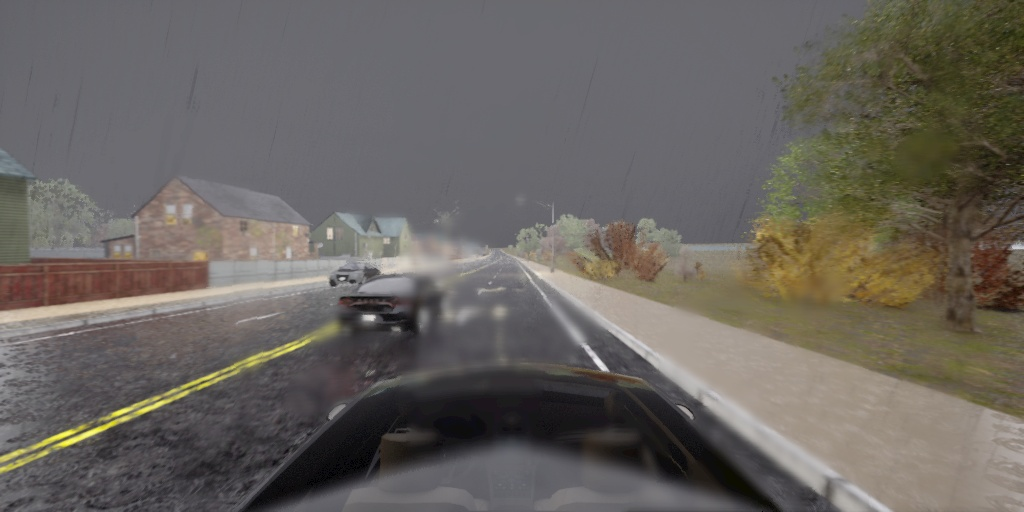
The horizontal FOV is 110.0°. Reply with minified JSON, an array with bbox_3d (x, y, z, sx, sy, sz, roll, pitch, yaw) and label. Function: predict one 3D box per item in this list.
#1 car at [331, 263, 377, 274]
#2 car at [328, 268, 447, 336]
[{"bbox_3d":[-9.746,1.107,22.607,1.994,1.385,4.181,0,0,0],"label":"car"},{"bbox_3d":[-3.148,1.228,10.418,1.882,1.535,5.008,0,0,0],"label":"car"}]
